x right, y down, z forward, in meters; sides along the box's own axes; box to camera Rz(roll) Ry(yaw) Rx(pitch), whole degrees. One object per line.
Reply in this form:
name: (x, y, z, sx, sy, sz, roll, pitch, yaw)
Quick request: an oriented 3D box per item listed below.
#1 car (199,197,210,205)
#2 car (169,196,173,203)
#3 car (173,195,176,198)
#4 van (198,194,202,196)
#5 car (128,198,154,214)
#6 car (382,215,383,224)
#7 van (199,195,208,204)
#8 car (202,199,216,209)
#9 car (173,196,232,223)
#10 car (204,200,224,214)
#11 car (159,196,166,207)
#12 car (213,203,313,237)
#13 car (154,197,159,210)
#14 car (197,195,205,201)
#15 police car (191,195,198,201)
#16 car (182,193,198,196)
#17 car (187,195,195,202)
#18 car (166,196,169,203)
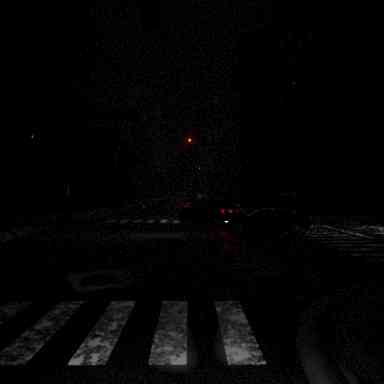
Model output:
car: (2.378, 1.640, 63.688, 2.008, 1.369, 4.403, 0, 0, 0)
car: (-5.639, 1.544, 69.210, 1.967, 1.590, 4.097, 0, 0, 0)
car: (-5.624, 1.685, 80.231, 2.008, 1.369, 4.403, 0, 0, 0)
van: (2.371, 1.417, 58.178, 1.690, 1.788, 3.998, 0, 0, 0)
car: (-5.684, 1.476, 36.146, 1.967, 1.590, 4.097, 0, 0, 0)
car: (14.408, 1.296, 20.655, 4.553, 1.767, 2.097, 0, 0, 0)
van: (2.386, 1.445, 69.199, 1.690, 1.788, 3.998, 0, 0, 0)
car: (2.356, 1.636, 47.157, 1.802, 1.307, 4.206, 0, 0, 0)
car: (1.162, 1.370, 24.131, 4.553, 1.767, 2.097, 0, -1, 44)
car: (2.341, 1.602, 36.134, 1.947, 1.339, 4.313, 0, 0, 0)
car: (-5.662, 1.646, 52.677, 1.802, 1.307, 4.206, 0, 0, 0)
car: (3.760, 1.482, 17.367, 4.902, 1.511, 2.128, 0, 0, 0)
car: (-5.677, 1.485, 41.656, 1.967, 1.590, 4.097, 0, 0, 0)
car: (2.409, 1.590, 85.732, 1.967, 1.590, 4.097, 0, 0, 0)
police car: (0.603, 1.588, 90.214, 1.930, 1.638, 5.238, 0, 0, 0)
car: (-0.259, 1.310, 63.315, 2.150, 2.045, 5.566, 0, 0, 0)
car: (-0.245, 1.471, 73.670, 1.812, 1.442, 4.674, 0, 0, 0)
car: (-5.654, 1.627, 58.188, 2.008, 1.369, 4.403, 0, 0, 0)
